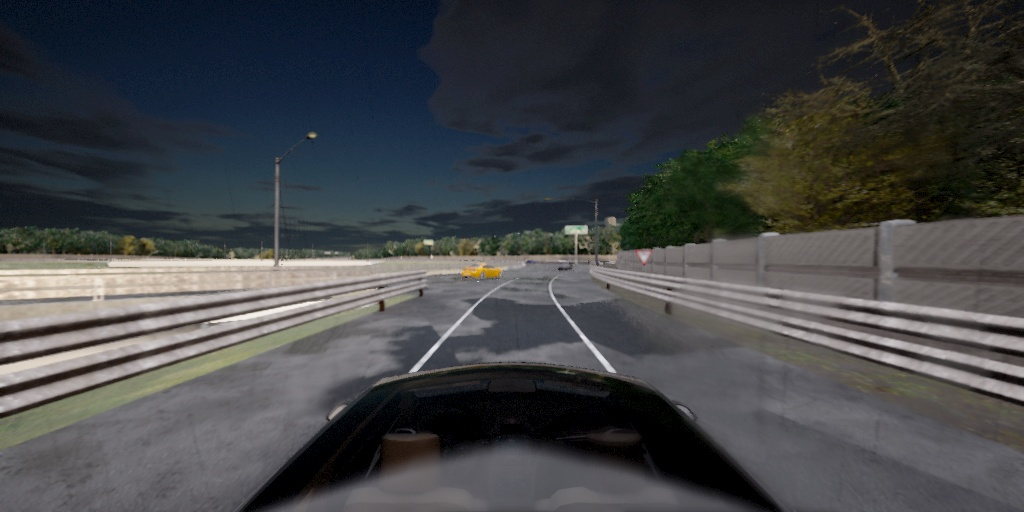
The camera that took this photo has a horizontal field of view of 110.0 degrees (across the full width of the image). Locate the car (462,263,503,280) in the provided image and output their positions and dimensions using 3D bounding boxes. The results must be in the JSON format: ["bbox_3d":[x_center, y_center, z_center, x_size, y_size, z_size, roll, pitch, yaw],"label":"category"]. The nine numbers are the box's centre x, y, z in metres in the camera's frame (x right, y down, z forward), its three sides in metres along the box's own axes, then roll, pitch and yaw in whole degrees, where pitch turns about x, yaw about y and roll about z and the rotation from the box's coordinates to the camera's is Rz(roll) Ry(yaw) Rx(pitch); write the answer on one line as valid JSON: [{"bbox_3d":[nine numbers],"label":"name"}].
[{"bbox_3d":[-2.696,1.431,34.193,1.882,1.535,5.008,0,0,32],"label":"car"}]

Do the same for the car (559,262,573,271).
[{"bbox_3d":[9.039,1.704,60.072,1.994,1.385,4.181,0,0,17],"label":"car"}]
